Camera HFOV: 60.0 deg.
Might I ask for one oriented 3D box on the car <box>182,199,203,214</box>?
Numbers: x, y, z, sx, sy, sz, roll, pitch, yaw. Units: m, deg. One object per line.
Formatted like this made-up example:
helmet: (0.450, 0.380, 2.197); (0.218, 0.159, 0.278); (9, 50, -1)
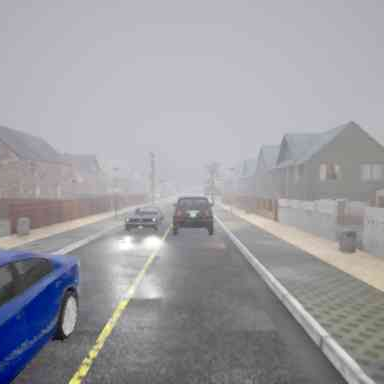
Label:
car: (0.077, 1.511, 35.971); (2.033, 1.411, 5.357); (0, 0, 0)

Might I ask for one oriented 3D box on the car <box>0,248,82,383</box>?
car: (-2.818, 1.474, 3.669); (1.882, 1.535, 5.008); (0, 0, 0)

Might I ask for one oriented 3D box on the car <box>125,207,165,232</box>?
car: (-2.756, 1.582, 20.115); (1.895, 1.301, 4.718); (0, 0, 0)

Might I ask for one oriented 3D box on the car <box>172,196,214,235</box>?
car: (0.066, 1.207, 19.028); (2.150, 2.045, 5.566); (0, 0, 0)
